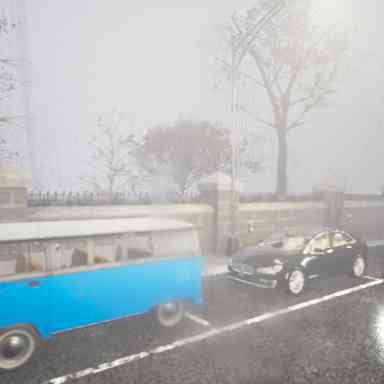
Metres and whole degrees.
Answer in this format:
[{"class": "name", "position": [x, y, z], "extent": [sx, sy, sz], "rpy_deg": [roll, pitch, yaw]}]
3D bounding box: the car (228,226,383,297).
[{"class": "car", "position": [2.878, 1.590, 8.614], "extent": [4.403, 1.369, 2.008], "rpy_deg": [0, 0, -36]}]

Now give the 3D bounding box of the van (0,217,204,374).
[{"class": "van", "position": [-1.703, 1.350, 5.343], "extent": [3.998, 1.788, 1.690], "rpy_deg": [0, 0, -36]}]
